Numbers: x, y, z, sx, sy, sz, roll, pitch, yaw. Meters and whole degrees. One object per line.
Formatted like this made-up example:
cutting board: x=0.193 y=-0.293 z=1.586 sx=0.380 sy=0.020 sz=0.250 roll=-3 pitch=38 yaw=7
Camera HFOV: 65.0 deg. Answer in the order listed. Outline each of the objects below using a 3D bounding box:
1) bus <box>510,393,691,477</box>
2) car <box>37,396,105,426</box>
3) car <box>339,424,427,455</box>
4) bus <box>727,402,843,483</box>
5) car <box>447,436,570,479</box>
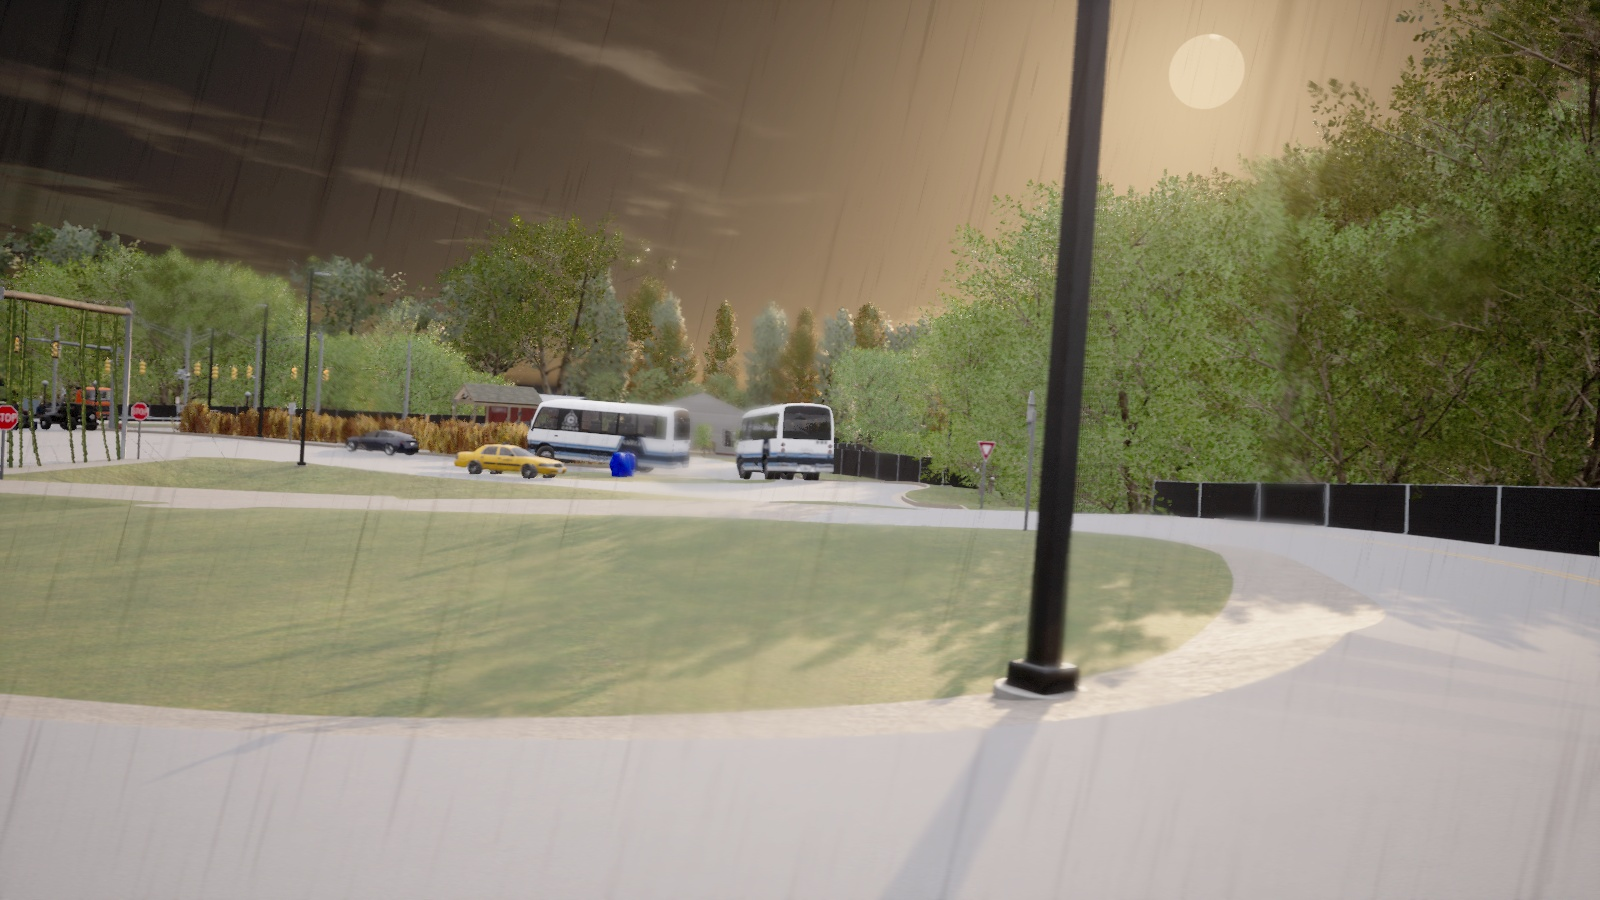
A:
bus: x=-12.501 y=-1.000 z=78.828 sx=10.273 sy=4.253 sz=3.944 roll=6 pitch=3 yaw=16
car: x=-49.448 y=-2.638 z=85.215 sx=3.866 sy=1.878 sz=1.905 roll=3 pitch=2 yaw=20
car: x=-25.661 y=-0.666 z=77.295 sx=4.792 sy=1.488 sz=2.163 roll=5 pitch=2 yaw=23
bus: x=-1.087 y=-0.347 z=73.057 sx=3.944 sy=4.253 sz=10.273 roll=3 pitch=-1 yaw=-16
car: x=-13.387 y=0.331 z=57.720 sx=5.366 sy=1.575 sz=1.801 roll=4 pitch=1 yaw=22
